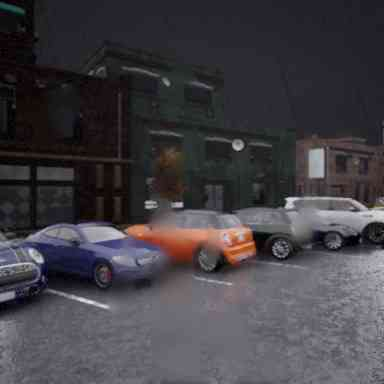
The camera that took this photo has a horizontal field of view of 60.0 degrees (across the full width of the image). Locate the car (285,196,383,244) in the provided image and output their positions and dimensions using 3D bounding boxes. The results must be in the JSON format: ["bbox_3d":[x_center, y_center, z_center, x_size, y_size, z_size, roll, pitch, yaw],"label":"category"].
[{"bbox_3d":[7.052,1.254,16.043,5.566,2.045,2.435,-1,-1,35],"label":"car"}]

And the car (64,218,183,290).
[{"bbox_3d":[-2.785,1.529,9.127,4.674,1.452,2.002,-1,-1,35],"label":"car"}]

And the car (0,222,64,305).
[{"bbox_3d":[-5.260,1.361,7.417,4.553,1.767,2.185,-1,-1,35],"label":"car"}]

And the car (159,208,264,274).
[{"bbox_3d":[-0.309,1.366,10.837,4.553,1.767,2.185,-1,-1,35],"label":"car"}]

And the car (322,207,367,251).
[{"bbox_3d":[4.602,1.530,14.311,4.792,1.488,2.163,-1,-1,35],"label":"car"}]

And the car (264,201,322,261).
[{"bbox_3d":[2.143,1.370,12.568,4.553,1.767,2.185,-1,-1,35],"label":"car"}]
